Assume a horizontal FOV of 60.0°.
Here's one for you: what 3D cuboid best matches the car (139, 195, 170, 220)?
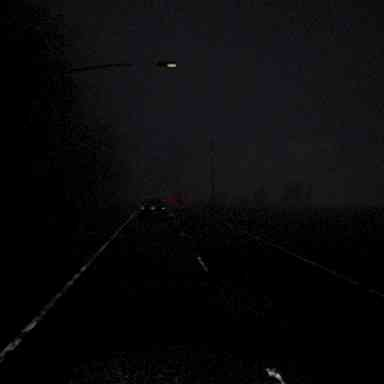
[{"bbox_3d":[-3.158,1.266,27.065,2.097,1.767,4.553,0,0,-6],"label":"car"}]

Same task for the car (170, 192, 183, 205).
[{"bbox_3d":[-2.782,1.082,55.772,2.150,2.045,5.566,0,0,-6],"label":"car"}]

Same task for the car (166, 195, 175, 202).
[{"bbox_3d":[-4.827,1.329,73.521,1.812,1.442,4.674,0,0,-6],"label":"car"}]

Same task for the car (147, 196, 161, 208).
[{"bbox_3d":[-5.326,1.359,46.836,1.837,1.490,4.892,0,0,-6],"label":"car"}]
